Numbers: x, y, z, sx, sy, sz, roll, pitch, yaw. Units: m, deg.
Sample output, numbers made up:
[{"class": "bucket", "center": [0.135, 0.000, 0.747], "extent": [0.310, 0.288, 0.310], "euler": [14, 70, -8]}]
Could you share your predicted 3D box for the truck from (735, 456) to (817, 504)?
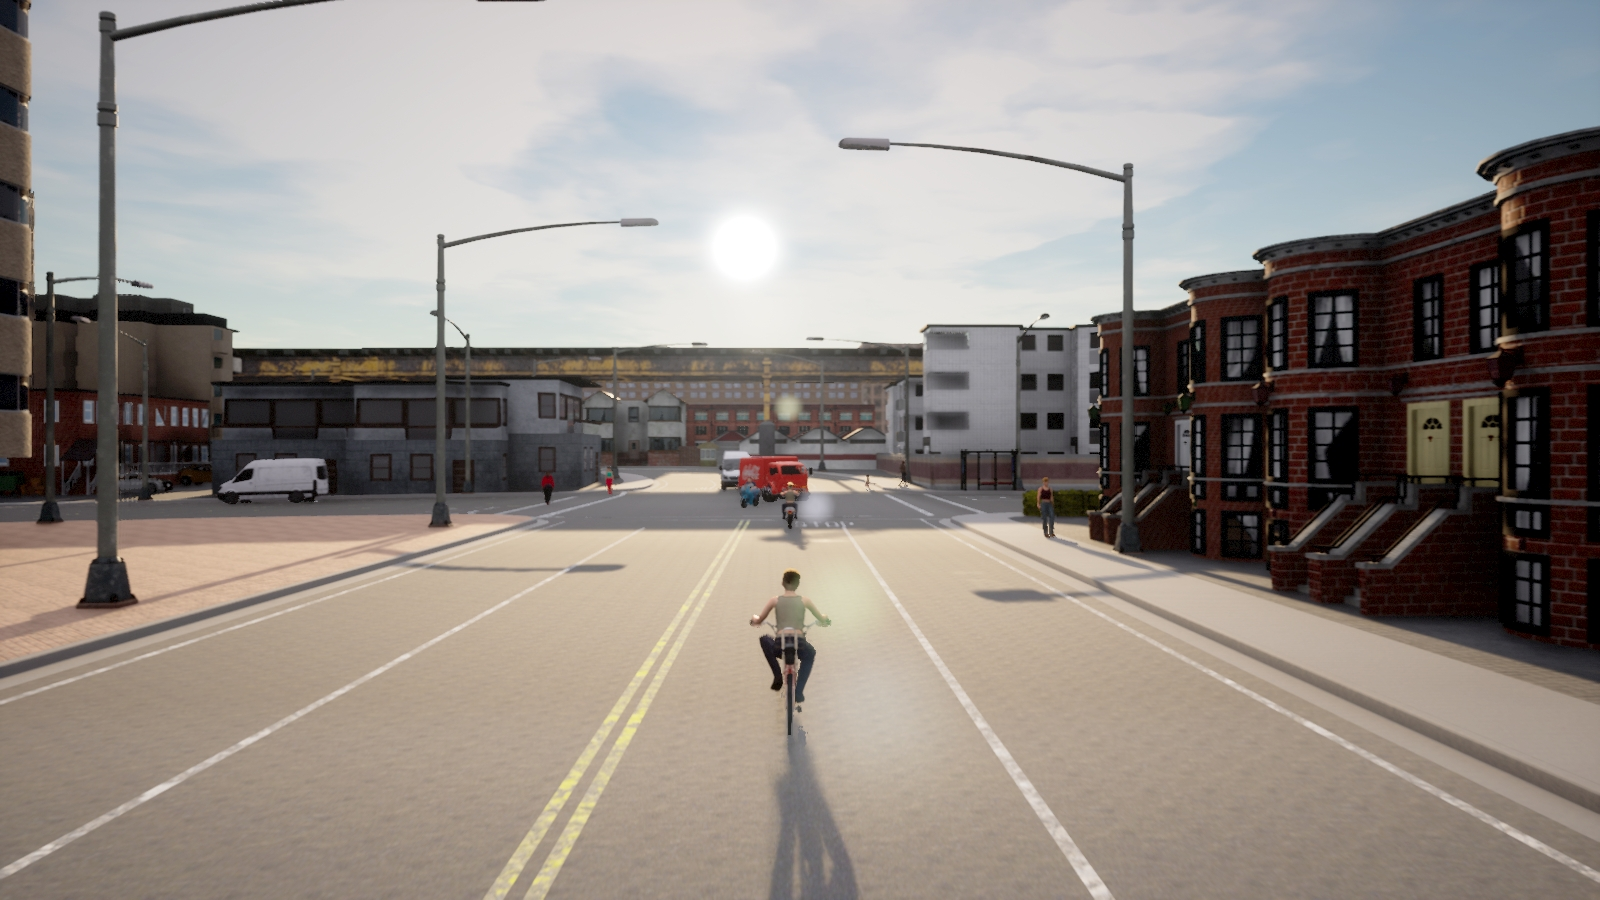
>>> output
[{"class": "truck", "center": [-1.381, 1.590, 62.905], "extent": [2.627, 2.467, 5.204], "euler": [-1, 0, -25]}]

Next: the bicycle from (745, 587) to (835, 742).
[{"class": "bicycle", "center": [-0.099, 2.145, 11.675], "extent": [0.859, 1.301, 1.487], "euler": [0, 0, 0]}]

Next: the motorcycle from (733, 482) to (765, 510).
[{"class": "motorcycle", "center": [-2.434, 2.199, 55.095], "extent": [0.803, 1.224, 2.033], "euler": [1, 1, 19]}]

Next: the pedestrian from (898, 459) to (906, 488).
[{"class": "pedestrian", "center": [6.739, 1.556, 75.352], "extent": [0.375, 1.860, 0.375], "euler": [0, 0, -42]}]

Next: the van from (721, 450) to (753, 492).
[{"class": "van", "center": [-4.272, 1.363, 76.644], "extent": [1.988, 2.561, 5.915], "euler": [0, 1, -4]}]

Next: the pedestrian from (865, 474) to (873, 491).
[{"class": "pedestrian", "center": [4.527, 2.094, 74.613], "extent": [0.500, 1.100, 0.500], "euler": [0, 0, 3]}]

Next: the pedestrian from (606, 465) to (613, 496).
[{"class": "pedestrian", "center": [-11.684, 1.878, 70.148], "extent": [0.375, 1.860, 0.375], "euler": [0, 0, 6]}]

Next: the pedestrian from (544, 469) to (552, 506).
[{"class": "pedestrian", "center": [-12.866, 1.899, 58.350], "extent": [0.375, 1.860, 0.375], "euler": [0, 0, -8]}]

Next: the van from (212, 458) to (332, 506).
[{"class": "van", "center": [-30.526, 1.821, 66.161], "extent": [5.915, 2.561, 1.988], "euler": [-1, 0, -2]}]

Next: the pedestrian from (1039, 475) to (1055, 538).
[{"class": "pedestrian", "center": [7.386, 1.697, 34.157], "extent": [0.375, 1.860, 0.375], "euler": [0, 0, -4]}]
